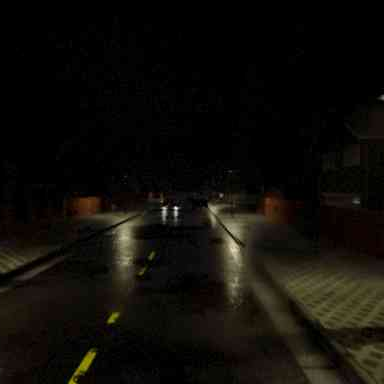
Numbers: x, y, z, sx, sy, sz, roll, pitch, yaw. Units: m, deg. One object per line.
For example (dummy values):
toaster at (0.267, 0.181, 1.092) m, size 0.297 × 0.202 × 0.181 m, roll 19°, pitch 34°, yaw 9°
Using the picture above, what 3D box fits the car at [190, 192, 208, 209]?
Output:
car at (0.988, 1.177, 40.884) m, size 1.882 × 1.535 × 5.008 m, roll 0°, pitch 0°, yaw 0°

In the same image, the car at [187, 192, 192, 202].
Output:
car at (0.038, 1.030, 58.933) m, size 1.882 × 1.535 × 5.008 m, roll 0°, pitch 0°, yaw 0°

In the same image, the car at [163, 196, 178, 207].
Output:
car at (-2.807, 1.202, 43.842) m, size 1.812 × 1.442 × 4.674 m, roll 0°, pitch 0°, yaw 0°

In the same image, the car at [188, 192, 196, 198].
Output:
car at (0.051, 0.711, 79.419) m, size 1.812 × 1.442 × 4.674 m, roll 0°, pitch 1°, yaw 0°
